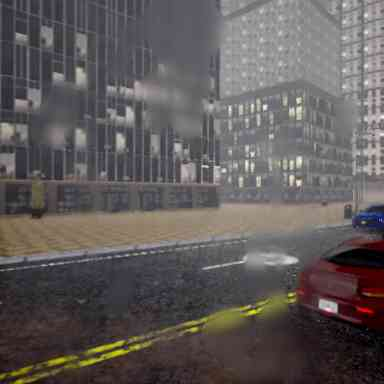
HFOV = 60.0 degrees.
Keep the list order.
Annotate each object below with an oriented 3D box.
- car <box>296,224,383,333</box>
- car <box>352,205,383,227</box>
[{"bbox_3d":[3.886,1.548,6.370,4.674,1.442,1.812,0,0,-37],"label":"car"},{"bbox_3d":[12.058,1.552,21.202,5.008,1.535,1.882,0,0,-39],"label":"car"}]
